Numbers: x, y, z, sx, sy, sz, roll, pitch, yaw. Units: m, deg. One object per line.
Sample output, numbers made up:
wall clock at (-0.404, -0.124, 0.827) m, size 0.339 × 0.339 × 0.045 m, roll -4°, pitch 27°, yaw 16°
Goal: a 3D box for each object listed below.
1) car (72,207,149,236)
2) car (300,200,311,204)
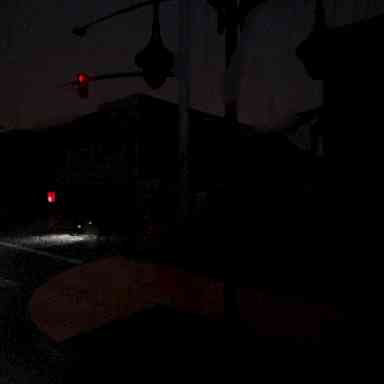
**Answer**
car at (-4.377, 1.555, 18.302) m, size 1.994 × 1.385 × 4.181 m, roll 0°, pitch 0°, yaw 42°
car at (12.807, 1.545, 37.654) m, size 1.895 × 1.301 × 4.718 m, roll 0°, pitch 0°, yaw 42°
